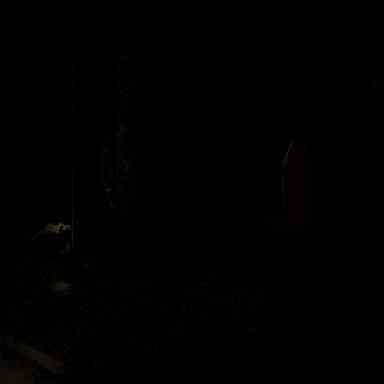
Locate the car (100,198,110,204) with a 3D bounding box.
[{"bbox_3d":[-13.633,1.488,46.709,2.128,1.511,4.902,0,0,35],"label":"car"}]
